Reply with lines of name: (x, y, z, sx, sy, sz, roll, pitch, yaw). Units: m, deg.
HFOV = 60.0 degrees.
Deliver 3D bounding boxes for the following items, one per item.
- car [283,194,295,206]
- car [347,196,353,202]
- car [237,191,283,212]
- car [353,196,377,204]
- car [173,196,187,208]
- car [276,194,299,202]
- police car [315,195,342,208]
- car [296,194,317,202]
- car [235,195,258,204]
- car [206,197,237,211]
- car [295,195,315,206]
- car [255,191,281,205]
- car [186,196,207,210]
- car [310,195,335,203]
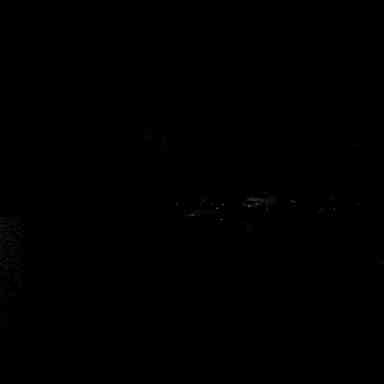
car: (13.979, 1.285, 50.286, 2.033, 1.411, 5.357, 0, 0, 37)
car: (28.593, 1.377, 61.614, 4.718, 1.301, 1.895, 0, 0, -38)
car: (7.366, 1.025, 35.573, 2.150, 2.045, 5.566, 0, 1, 37)
car: (31.029, 1.314, 59.063, 4.181, 1.385, 1.994, 0, 0, -36)
car: (-0.464, 1.220, 42.636, 2.128, 1.511, 4.902, 0, 0, 37)
car: (19.522, 1.188, 67.690, 5.357, 1.411, 2.033, 0, 1, -44)
police car: (18.601, 1.218, 44.638, 1.930, 1.638, 5.238, 0, 0, 37)
car: (22.744, 1.205, 65.878, 4.181, 1.385, 1.994, 0, 0, -40)
car: (9.177, 1.211, 55.519, 1.812, 1.442, 4.674, 0, 1, 37)
car: (3.937, 1.383, 36.834, 1.895, 1.301, 4.718, 0, 0, 37)
car: (17.230, 1.263, 48.735, 1.837, 1.490, 4.892, 0, 1, 37)
car: (12.428, 0.931, 54.086, 2.150, 2.045, 5.566, 0, 0, 37)
car: (1.744, 1.281, 39.743, 1.812, 1.442, 4.674, 0, 0, 37)
car: (24.798, 1.263, 63.014, 5.357, 1.411, 2.033, 0, 0, -41)
